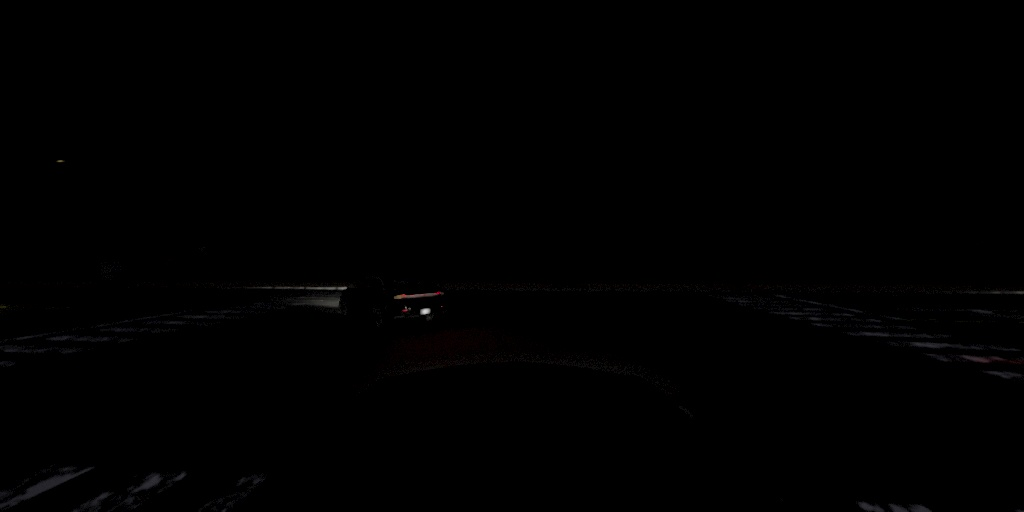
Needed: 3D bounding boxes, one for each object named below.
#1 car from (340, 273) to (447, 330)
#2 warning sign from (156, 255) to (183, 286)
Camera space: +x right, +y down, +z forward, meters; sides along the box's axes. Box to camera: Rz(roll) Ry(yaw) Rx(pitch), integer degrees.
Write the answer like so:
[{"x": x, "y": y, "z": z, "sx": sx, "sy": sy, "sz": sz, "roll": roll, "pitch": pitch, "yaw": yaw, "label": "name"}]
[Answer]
[{"x": -3.918, "y": 1.275, "z": 11.418, "sx": 2.128, "sy": 1.511, "sz": 4.902, "roll": -1, "pitch": 0, "yaw": -41, "label": "car"}, {"x": -21.443, "y": 0.892, "z": 22.541, "sx": 1.060, "sy": 1.860, "sz": 1.300, "roll": 0, "pitch": 0, "yaw": 7, "label": "warning sign"}]
